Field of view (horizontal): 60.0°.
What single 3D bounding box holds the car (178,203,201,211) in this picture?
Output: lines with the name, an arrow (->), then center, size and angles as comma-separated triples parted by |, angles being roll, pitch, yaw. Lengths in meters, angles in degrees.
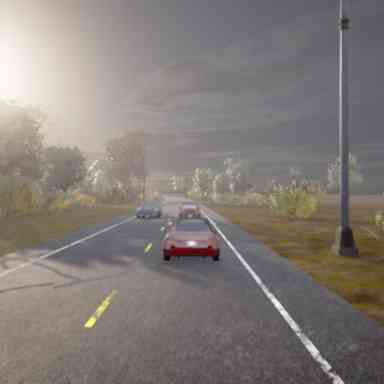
car -> -0.178, 1.679, 28.272 | 1.812, 1.442, 4.674 | 0, 0, 0

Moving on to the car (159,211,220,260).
car -> -0.010, 1.634, 12.737 | 1.994, 1.385, 4.181 | 0, 0, 0

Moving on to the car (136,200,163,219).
car -> -3.866, 1.522, 30.859 | 2.097, 1.767, 4.553 | 0, -1, -1
